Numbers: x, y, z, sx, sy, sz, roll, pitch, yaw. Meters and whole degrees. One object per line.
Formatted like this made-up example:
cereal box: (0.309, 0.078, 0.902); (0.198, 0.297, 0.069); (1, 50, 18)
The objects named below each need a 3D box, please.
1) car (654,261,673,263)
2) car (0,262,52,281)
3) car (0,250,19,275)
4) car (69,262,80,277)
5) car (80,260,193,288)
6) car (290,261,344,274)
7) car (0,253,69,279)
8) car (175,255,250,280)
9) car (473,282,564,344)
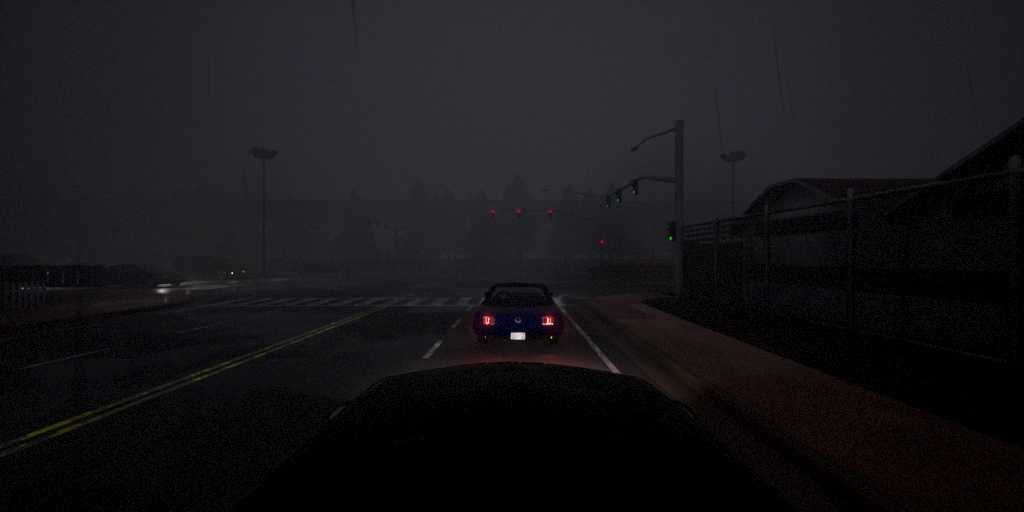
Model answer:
car: (17.192, 1.275, 41.574); (4.674, 1.442, 1.812); (0, 0, -1)
car: (-33.138, 1.268, 23.044); (4.181, 1.385, 1.994); (1, 0, -1)
car: (-45.431, 0.389, 29.874); (5.566, 2.045, 2.150); (4, 0, -1)
car: (-35.116, 1.189, 30.016); (4.674, 1.442, 1.812); (1, 0, -1)
car: (-24.150, 1.226, 23.190); (5.008, 1.535, 1.882); (0, 0, -1)
car: (-22.185, 1.294, 40.927); (5.357, 1.411, 2.033); (0, 0, -1)
car: (-37.153, 0.819, 26.480); (5.566, 2.045, 2.150); (2, 0, -1)
car: (-25.392, 0.965, 30.172); (5.566, 2.045, 2.150); (0, 0, -1)
car: (0.191, 1.351, 9.556); (1.895, 1.301, 4.718); (0, 0, 2)
